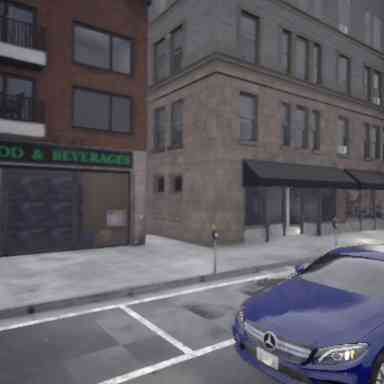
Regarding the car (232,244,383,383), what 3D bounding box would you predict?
[{"bbox_3d":[2.716,1.579,4.990,4.674,1.442,1.812,1,0,-36],"label":"car"}]
